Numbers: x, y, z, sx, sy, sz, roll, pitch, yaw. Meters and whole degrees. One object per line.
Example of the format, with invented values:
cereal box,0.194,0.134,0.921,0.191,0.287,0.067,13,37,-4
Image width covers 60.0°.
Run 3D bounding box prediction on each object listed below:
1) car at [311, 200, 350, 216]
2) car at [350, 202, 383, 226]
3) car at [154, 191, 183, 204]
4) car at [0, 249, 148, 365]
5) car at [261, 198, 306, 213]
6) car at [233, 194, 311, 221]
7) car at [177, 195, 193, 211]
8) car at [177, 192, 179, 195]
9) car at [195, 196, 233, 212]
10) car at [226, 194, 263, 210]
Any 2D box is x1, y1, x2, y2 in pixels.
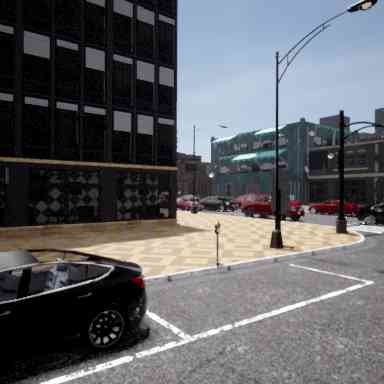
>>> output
car,12.589,1.366,29.728,1.887,1.381,4.507,1,0,-36
car,12.871,1.426,20.596,1.837,1.490,4.892,-1,2,-45
car,-3.802,0.788,52.091,2.192,1.841,5.009,1,0,-36
car,-2.705,1.566,4.624,4.313,1.339,1.947,0,0,-35
car,9.310,1.335,34.200,1.802,1.307,4.206,1,0,-36
car,5.836,1.097,24.773,2.192,1.841,5.009,1,0,-36
car,-0.729,1.227,33.719,1.802,1.307,4.206,1,0,-36
car,-0.528,1.096,47.619,2.008,1.369,4.403,1,0,-36
car,2.669,1.191,33.450,1.837,1.490,4.892,0,0,-36
car,6.032,1.125,38.675,1.967,1.590,4.097,1,0,-36
